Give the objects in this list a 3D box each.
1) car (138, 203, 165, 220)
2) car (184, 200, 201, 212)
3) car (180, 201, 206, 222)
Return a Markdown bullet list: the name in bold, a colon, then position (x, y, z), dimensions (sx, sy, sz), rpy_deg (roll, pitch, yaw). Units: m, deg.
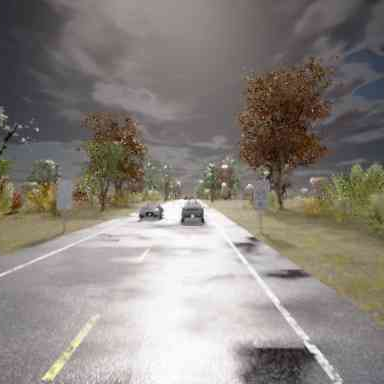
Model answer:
- **car**: position (-3.548, 1.711, 29.867), dimensions (1.994, 1.385, 4.181), rpy_deg (0, 0, 1)
- **car**: position (0.085, 1.797, 42.644), dimensions (1.994, 1.385, 4.181), rpy_deg (0, 0, 0)
- **car**: position (0.070, 1.637, 27.883), dimensions (1.837, 1.490, 4.892), rpy_deg (0, -1, 0)
